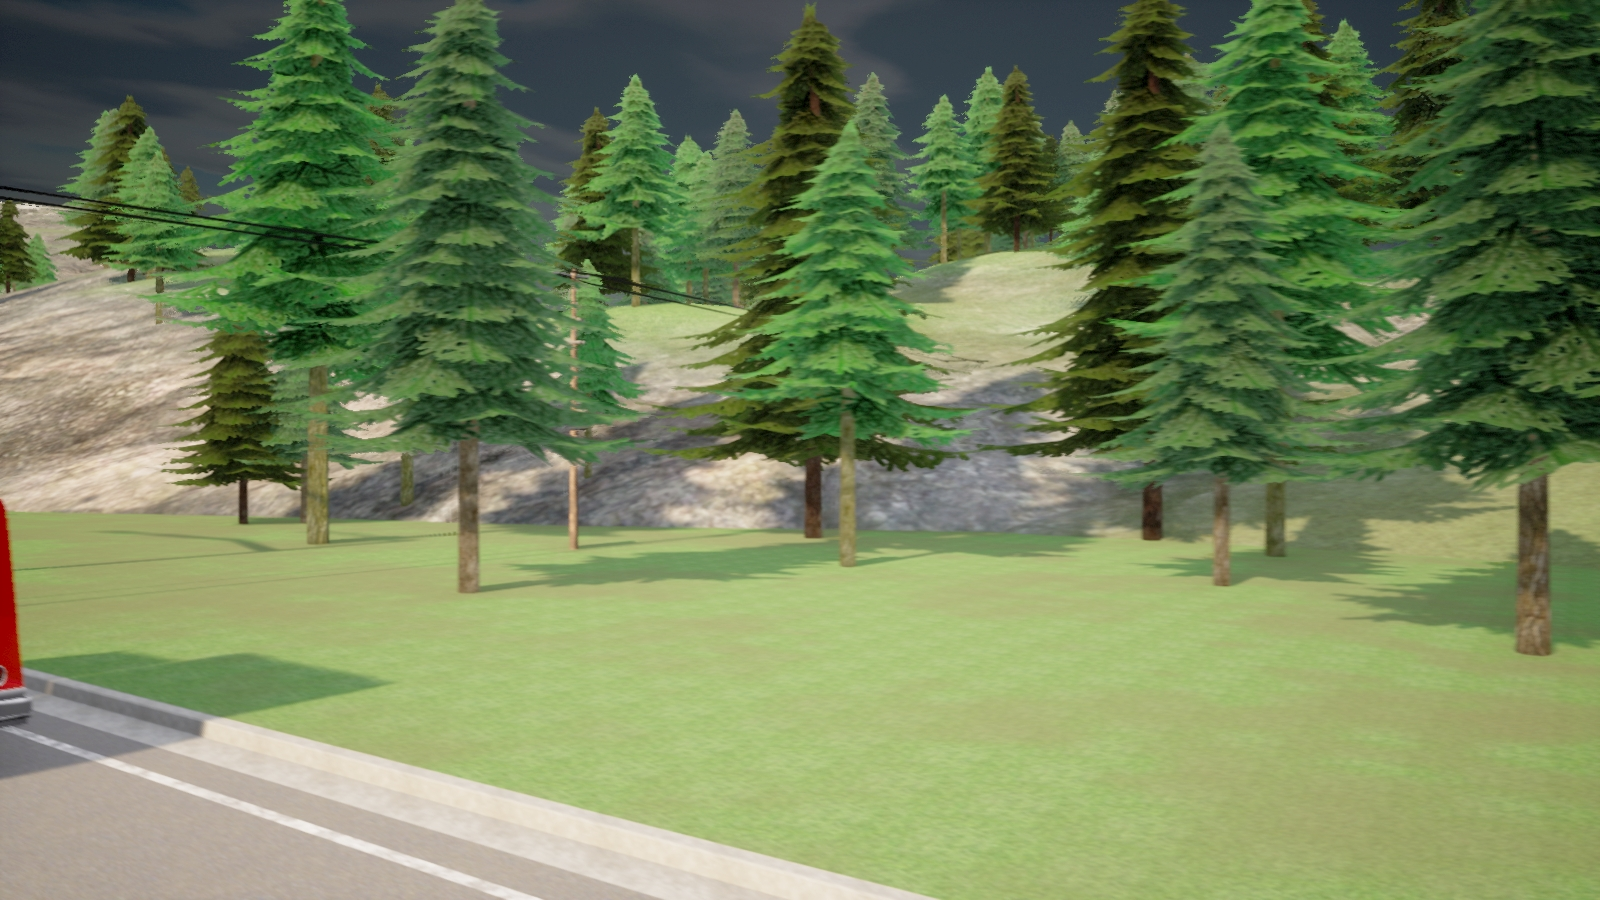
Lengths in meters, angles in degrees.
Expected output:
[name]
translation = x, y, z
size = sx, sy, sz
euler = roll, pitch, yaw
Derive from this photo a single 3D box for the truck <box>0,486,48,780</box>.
[truck]
translation = -9.477, 1.568, 10.399
size = 5.204, 2.467, 2.627
euler = 0, 0, 34
